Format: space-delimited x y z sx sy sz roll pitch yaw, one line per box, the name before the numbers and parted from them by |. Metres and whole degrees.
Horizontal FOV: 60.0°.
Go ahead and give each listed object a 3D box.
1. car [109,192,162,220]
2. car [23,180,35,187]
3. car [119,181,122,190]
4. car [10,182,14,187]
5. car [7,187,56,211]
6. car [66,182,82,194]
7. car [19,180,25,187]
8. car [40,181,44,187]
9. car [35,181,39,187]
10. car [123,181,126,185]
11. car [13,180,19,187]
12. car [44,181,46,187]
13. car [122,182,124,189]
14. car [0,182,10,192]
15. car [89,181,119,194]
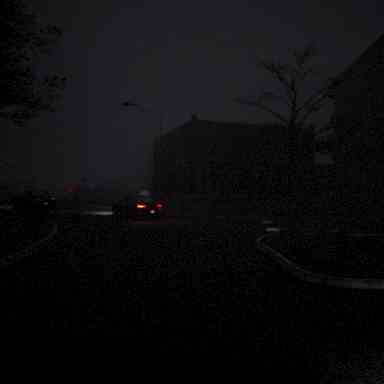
car | -3.613 0.921 21.704 1.812 1.442 4.674 0 1 -34
car | -39.001 -1.612 74.367 5.566 2.045 2.435 1 2 -9
car | -18.318 -1.039 72.918 4.553 1.767 2.185 1 2 -9
car | -37.290 -0.895 63.486 4.674 1.452 2.002 1 2 -9
car | -12.494 0.618 26.156 5.008 1.535 1.882 2 2 44
car | -21.043 -0.503 60.412 1.837 1.490 4.892 1 2 -9
car | -38.142 -1.142 68.935 4.892 1.521 2.231 1 2 -9
car | -40.248 -1.687 82.548 5.008 1.535 2.097 1 2 -9
car | -39.216 -1.470 77.131 5.366 1.575 1.946 1 2 -9
car | -19.585 -1.499 81.146 5.566 2.045 2.435 1 2 -9
car | -37.680 -1.163 66.208 4.553 1.767 2.185 1 2 -9
car | -40.692 -1.921 85.262 4.553 1.767 2.185 1 2 -9
car | -18.798 -1.030 75.785 5.008 1.535 2.097 1 2 -9
car | -36.876 -0.833 60.762 5.008 1.535 2.097 1 2 -9
car | -17.049 -0.720 64.677 4.553 1.767 2.185 1 2 -9
